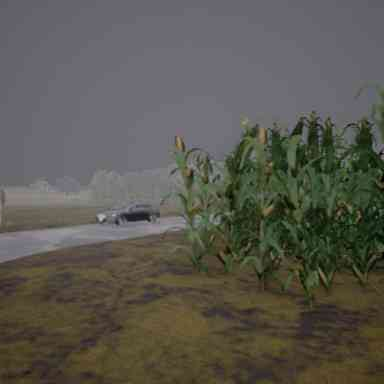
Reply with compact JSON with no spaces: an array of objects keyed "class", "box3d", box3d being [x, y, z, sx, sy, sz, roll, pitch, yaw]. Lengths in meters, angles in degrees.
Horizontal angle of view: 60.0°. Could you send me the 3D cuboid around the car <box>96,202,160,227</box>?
[{"class":"car","box3d":[-4.279,1.457,22.774,2.128,1.511,4.902,0,0,35]}]
